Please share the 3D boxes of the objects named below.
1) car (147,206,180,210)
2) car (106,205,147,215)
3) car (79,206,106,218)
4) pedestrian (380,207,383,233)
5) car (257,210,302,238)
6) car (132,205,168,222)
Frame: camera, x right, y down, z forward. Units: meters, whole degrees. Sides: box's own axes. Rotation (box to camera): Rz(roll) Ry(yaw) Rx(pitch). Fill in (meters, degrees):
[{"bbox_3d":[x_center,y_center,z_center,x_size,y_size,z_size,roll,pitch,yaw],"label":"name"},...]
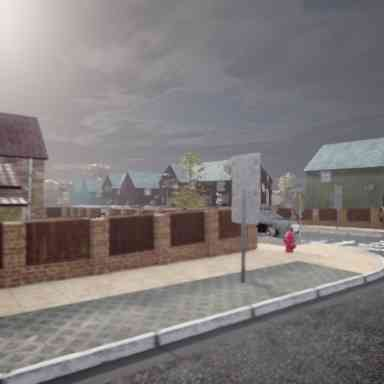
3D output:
[{"bbox_3d":[-1.396,2.098,27.459,2.128,1.511,4.902,2,-3,-36],"label":"car"},{"bbox_3d":[-7.017,2.226,35.255,2.097,1.767,4.553,2,-3,-36],"label":"car"},{"bbox_3d":[-12.695,2.746,43.148,1.895,1.301,4.718,2,-3,-35],"label":"car"},{"bbox_3d":[11.477,1.497,19.670,0.375,1.860,0.375,0,0,-36],"label":"pedestrian"},{"bbox_3d":[4.151,1.837,19.826,2.128,1.511,4.902,2,-3,-37],"label":"car"},{"bbox_3d":[-4.731,2.297,37.113,2.097,1.767,4.553,2,-3,-36],"label":"car"}]
